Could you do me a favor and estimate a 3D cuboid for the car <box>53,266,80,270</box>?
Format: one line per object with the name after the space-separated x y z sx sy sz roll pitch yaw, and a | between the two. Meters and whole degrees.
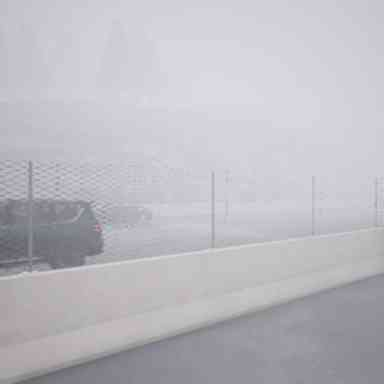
-5.173 1.221 8.901 5.566 2.045 2.150 0 0 -35 | car
